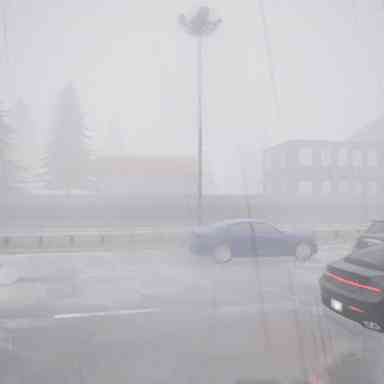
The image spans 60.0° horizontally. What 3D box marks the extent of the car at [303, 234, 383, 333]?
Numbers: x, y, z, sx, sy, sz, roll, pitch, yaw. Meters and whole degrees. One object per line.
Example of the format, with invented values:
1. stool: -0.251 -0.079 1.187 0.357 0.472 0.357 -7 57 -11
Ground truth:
1. car: 4.768 1.636 5.999 4.892 1.490 1.837 0 -1 -11

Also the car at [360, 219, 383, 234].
1. car: 7.321 1.570 10.081 4.553 1.767 2.097 0 -1 -11

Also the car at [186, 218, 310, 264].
1. car: 2.288 1.754 12.640 5.008 1.535 1.882 0 -1 -11
